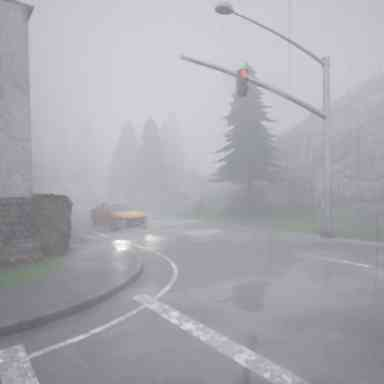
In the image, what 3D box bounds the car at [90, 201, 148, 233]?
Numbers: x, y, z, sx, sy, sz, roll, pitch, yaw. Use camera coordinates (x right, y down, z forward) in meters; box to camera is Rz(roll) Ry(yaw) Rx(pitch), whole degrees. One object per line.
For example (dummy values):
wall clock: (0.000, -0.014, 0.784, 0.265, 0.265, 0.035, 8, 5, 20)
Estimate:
car: (-4.242, 1.293, 18.924, 1.882, 1.535, 5.008, -2, 1, -34)
